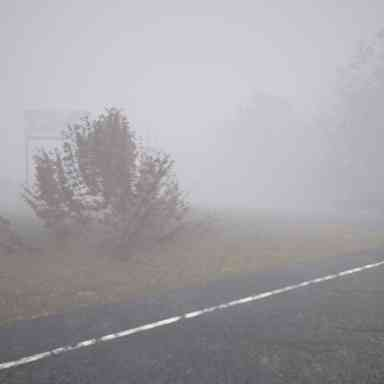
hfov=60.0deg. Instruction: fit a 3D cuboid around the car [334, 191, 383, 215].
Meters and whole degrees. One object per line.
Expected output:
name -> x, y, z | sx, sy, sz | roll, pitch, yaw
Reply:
car -> 15.606, 0.914, 29.746 | 2.150, 2.045, 5.566 | -1, 1, -34
